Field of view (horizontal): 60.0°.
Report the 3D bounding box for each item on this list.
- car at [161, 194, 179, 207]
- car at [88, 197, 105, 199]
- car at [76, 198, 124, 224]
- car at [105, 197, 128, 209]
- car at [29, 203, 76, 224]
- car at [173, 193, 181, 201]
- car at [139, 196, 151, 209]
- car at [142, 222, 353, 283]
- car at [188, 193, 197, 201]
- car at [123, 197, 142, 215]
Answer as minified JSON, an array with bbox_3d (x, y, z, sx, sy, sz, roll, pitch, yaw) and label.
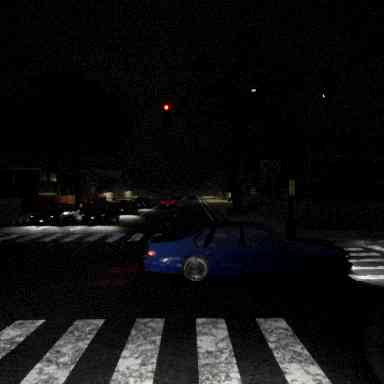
[{"bbox_3d":[-3.156,1.401,46.004,1.895,1.301,4.718,0,1,0],"label":"car"},{"bbox_3d":[-9.853,1.286,33.789,2.097,1.767,4.553,0,0,0],"label":"car"},{"bbox_3d":[-6.603,1.469,24.484,1.837,1.490,4.892,0,0,0],"label":"car"},{"bbox_3d":[-9.847,1.432,43.836,1.895,1.301,4.718,0,1,0],"label":"car"},{"bbox_3d":[-9.855,1.512,24.405,2.033,1.411,5.357,0,0,0],"label":"car"},{"bbox_3d":[-3.160,0.939,67.773,2.128,1.511,4.902,0,1,0],"label":"car"},{"bbox_3d":[-6.595,1.337,43.785,1.837,1.490,4.892,0,1,0],"label":"car"},{"bbox_3d":[1.379,1.539,9.081,5.357,1.411,2.033,0,0,-1],"label":"car"},{"bbox_3d":[0.093,0.936,67.084,1.882,1.535,5.008,0,1,0],"label":"car"},{"bbox_3d":[-6.601,1.500,33.381,1.994,1.385,4.181,0,0,0],"label":"car"}]
